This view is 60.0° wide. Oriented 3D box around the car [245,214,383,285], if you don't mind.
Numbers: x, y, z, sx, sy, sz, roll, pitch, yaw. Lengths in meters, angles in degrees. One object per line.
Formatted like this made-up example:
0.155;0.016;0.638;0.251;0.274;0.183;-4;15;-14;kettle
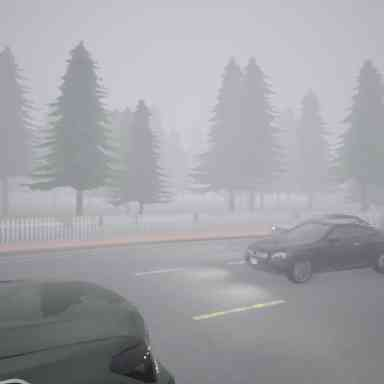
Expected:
3.760;1.525;9.421;4.674;1.442;1.812;0;0;-22;car

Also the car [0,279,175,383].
-2.758;1.204;1.624;5.566;2.045;2.150;0;0;-37;car

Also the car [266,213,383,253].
5.685;1.601;13.876;4.718;1.301;1.895;0;0;-17;car
